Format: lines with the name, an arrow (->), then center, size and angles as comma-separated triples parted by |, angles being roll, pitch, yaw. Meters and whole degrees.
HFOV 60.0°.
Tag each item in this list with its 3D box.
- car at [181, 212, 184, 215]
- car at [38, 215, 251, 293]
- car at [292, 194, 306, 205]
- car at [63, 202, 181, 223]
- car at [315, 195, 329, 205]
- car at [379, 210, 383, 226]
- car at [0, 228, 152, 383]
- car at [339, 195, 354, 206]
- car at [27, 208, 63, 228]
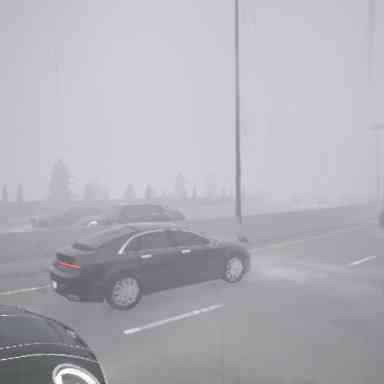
car -> -2.404, 1.507, 20.306 | 4.181, 1.385, 1.994 | -1, 0, -42
car -> -0.699, 1.479, 7.779 | 4.892, 1.490, 1.837 | -1, 0, -38
car -> 17.780, 1.167, 55.215 | 2.097, 1.767, 4.553 | 0, 0, 22
car -> -3.081, 1.316, 15.153 | 4.553, 1.767, 2.097 | -1, 0, -40
car -> 21.347, 1.293, 54.746 | 1.837, 1.490, 4.892 | 0, 0, 22
car -> 13.354, 1.406, 21.117 | 1.994, 1.385, 4.181 | 0, 0, 41
car -> -2.752, 1.365, 1.833 | 4.553, 1.767, 2.097 | -1, 0, -36
car -> 23.217, 1.259, 50.022 | 2.128, 1.511, 4.902 | 0, 0, 24
car -> -7.167, 1.519, 20.715 | 5.357, 1.411, 2.033 | -1, 0, -40
